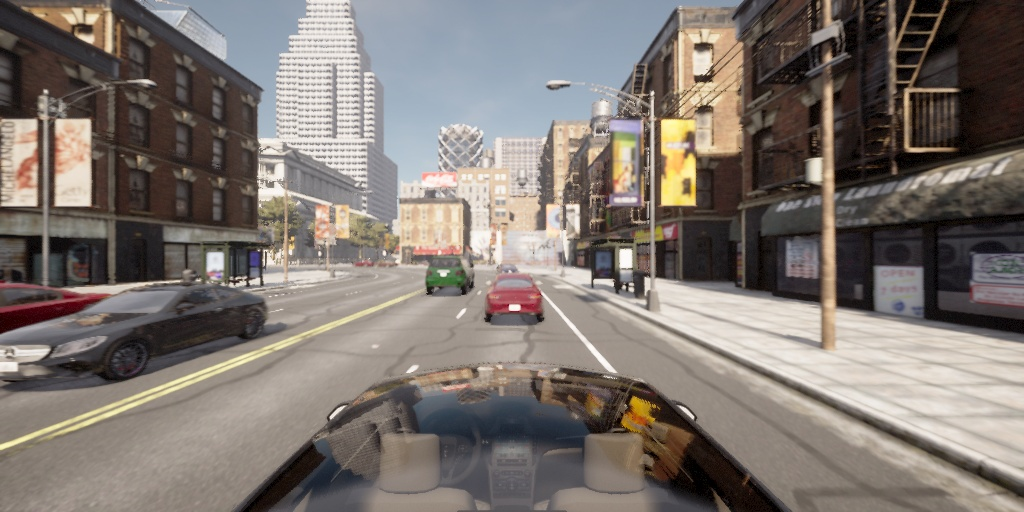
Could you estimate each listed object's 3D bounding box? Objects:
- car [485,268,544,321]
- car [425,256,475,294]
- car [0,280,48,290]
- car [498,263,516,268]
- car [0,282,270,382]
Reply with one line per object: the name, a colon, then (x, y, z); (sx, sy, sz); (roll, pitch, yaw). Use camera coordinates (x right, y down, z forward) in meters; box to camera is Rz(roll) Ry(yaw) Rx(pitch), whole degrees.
car: (0.064, 1.301, 12.472); (1.812, 1.442, 4.674); (0, 0, 0)
car: (-3.471, 1.025, 20.784); (2.150, 2.045, 5.566); (0, 0, 0)
car: (-10.614, 1.264, 6.644); (1.882, 1.535, 5.008); (0, 0, 0)
car: (-0.518, 1.373, 32.797); (2.033, 1.411, 5.357); (0, 0, -7)
car: (-7.118, 1.306, 7.374); (1.812, 1.442, 4.674); (0, 0, 0)
